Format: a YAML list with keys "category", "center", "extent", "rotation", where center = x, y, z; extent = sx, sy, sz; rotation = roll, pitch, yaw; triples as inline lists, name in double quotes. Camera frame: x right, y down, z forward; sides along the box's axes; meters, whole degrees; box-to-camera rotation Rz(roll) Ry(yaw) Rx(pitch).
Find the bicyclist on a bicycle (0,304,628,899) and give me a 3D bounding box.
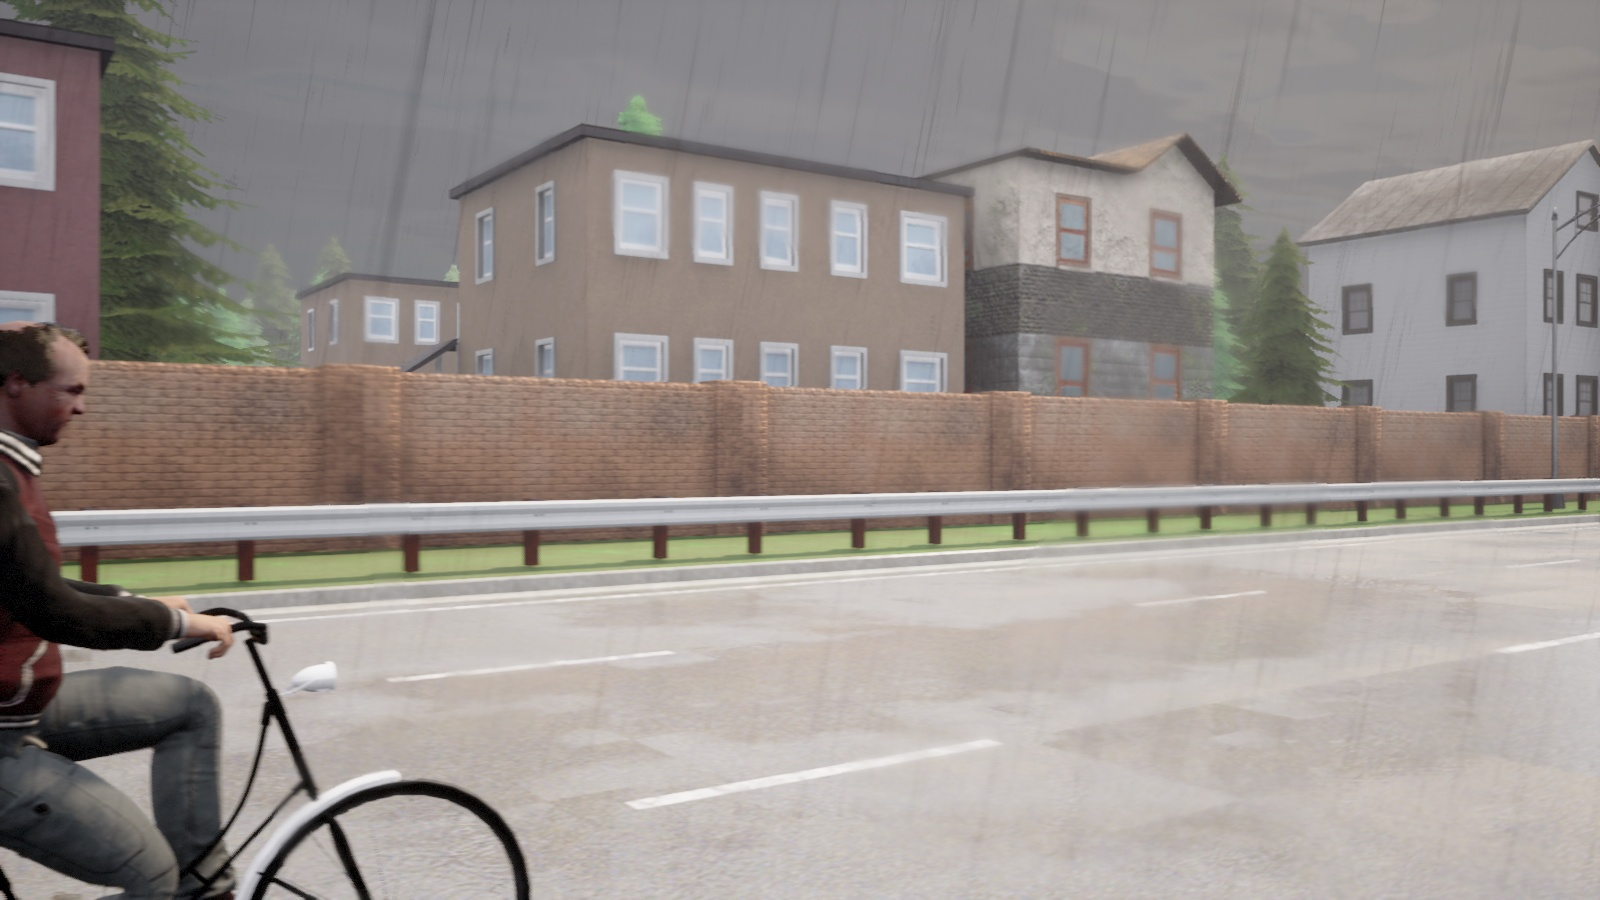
- category: "bicyclist on a bicycle"
  center: [-1.355, 0.625, 2.716]
  extent: [1.843, 1.776, 0.659]
  rotation: [0, 0, -35]
